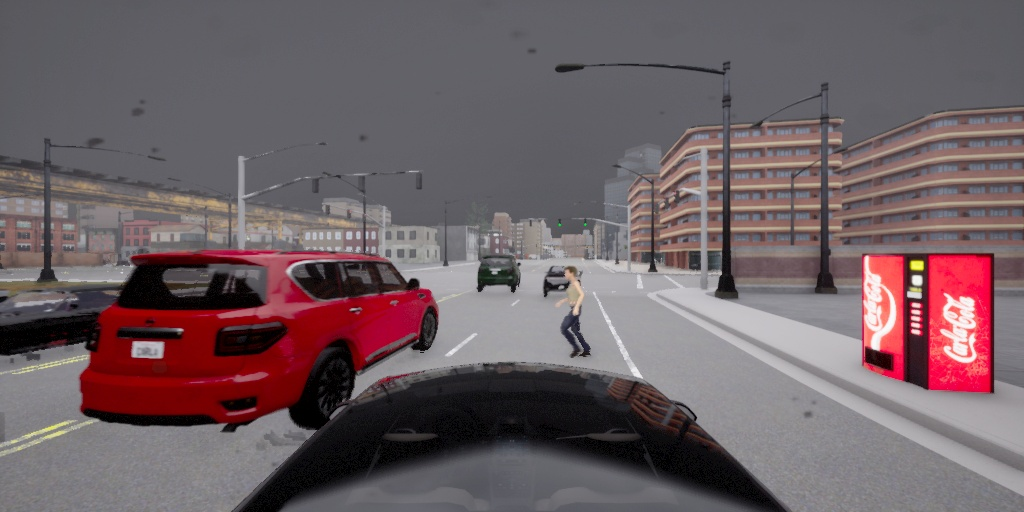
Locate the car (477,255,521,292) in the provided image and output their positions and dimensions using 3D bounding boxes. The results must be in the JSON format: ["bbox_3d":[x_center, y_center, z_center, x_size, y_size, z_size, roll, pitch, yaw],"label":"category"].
[{"bbox_3d":[-0.711,0.962,21.566,2.150,2.045,5.566,0,0,4],"label":"car"}]

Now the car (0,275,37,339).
[{"bbox_3d":[-13.599,1.241,6.946,2.128,1.511,4.902,0,0,7],"label":"car"}]

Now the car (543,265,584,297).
[{"bbox_3d":[2.724,1.237,18.941,2.128,1.511,4.902,0,0,10],"label":"car"}]

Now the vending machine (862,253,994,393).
[{"bbox_3d":[6.175,0.945,5.417,1.100,2.100,0.880,0,0,9],"label":"vending machine"}]

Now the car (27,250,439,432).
[{"bbox_3d":[-2.974,0.966,5.880,2.150,2.045,5.566,0,-1,6],"label":"car"}]

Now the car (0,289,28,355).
[{"bbox_3d":[-9.980,1.351,7.806,1.895,1.301,4.718,0,0,8],"label":"car"}]

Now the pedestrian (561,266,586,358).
[{"bbox_3d":[1.200,1.043,7.038,0.375,1.860,0.375,0,0,10],"label":"pedestrian"}]
